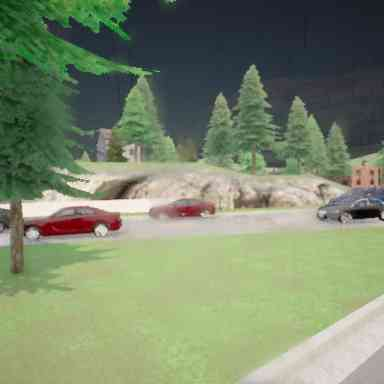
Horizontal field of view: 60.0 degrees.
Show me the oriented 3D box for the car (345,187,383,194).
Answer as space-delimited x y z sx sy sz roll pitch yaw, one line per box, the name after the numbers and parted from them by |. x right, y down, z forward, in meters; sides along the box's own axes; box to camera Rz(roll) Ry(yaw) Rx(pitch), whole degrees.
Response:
12.816 0.689 24.930 5.566 2.045 2.150 -2 1 -24 | car

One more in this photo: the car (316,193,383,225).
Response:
9.943 1.072 20.278 4.902 1.511 2.128 -1 1 -17 | car

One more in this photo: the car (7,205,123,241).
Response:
-5.964 1.441 16.453 5.008 1.535 1.882 -2 1 -13 | car

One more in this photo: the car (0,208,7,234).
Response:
-12.131 1.582 18.303 4.892 1.490 1.837 -1 0 -21 | car

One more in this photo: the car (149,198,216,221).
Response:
-0.692 1.240 24.789 5.008 1.535 1.882 -1 1 -12 | car
